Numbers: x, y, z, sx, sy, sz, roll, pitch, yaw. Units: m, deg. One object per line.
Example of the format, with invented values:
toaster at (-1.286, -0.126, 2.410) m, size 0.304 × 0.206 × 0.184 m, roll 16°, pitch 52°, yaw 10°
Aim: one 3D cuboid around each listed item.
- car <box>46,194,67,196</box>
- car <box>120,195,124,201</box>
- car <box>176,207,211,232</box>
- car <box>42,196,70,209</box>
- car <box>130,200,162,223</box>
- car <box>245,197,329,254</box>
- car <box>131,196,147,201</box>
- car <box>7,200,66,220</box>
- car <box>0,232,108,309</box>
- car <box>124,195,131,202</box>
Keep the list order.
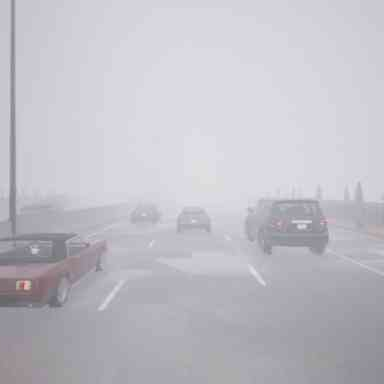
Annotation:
car at (-17.523, 1.230, 42.417) m, size 2.150 × 2.045 × 5.566 m, roll 0°, pitch 0°, yaw 1°
car at (-16.396, 1.464, 82.606) m, size 1.882 × 1.535 × 5.008 m, roll 0°, pitch 0°, yaw 2°
car at (0.098, 1.567, 20.183) m, size 1.994 × 1.385 × 4.181 m, roll 0°, pitch 0°, yaw 0°
car at (-14.086, 1.496, 32.820) m, size 2.128 × 1.511 × 4.902 m, roll 0°, pitch 0°, yaw 0°
car at (-3.400, 1.567, 25.485) m, size 1.994 × 1.385 × 4.181 m, roll 0°, pitch 0°, yaw 0°
car at (3.599, 1.223, 13.584) m, size 2.150 × 2.045 × 5.566 m, roll 0°, pitch 0°, yaw 0°
car at (-9.936, 1.510, 64.236) m, size 1.837 × 1.490 × 4.892 m, roll 0°, pitch 0°, yaw 2°
car at (-10.598, 1.508, 22.660) m, size 1.837 × 1.490 × 4.892 m, roll 0°, pitch 0°, yaw 0°
car at (-3.401, 1.602, 7.829) m, size 1.895 × 1.301 × 4.718 m, roll 0°, pitch 0°, yaw 0°
car at (-13.145, 1.560, 73.903) m, size 1.994 × 1.385 × 4.181 m, roll 0°, pitch 0°, yaw 2°
